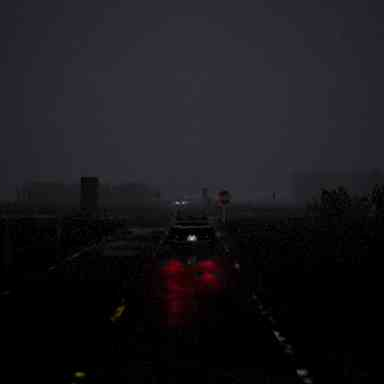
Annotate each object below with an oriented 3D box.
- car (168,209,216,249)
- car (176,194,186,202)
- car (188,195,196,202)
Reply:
[{"bbox_3d":[0.000,1.503,14.651,2.128,1.511,4.902,0,0,0],"label":"car"},{"bbox_3d":[-2.750,1.409,82.328,2.150,2.045,5.566,0,0,0],"label":"car"},{"bbox_3d":[0.000,1.596,77.963,2.033,1.411,5.357,0,0,0],"label":"car"}]
